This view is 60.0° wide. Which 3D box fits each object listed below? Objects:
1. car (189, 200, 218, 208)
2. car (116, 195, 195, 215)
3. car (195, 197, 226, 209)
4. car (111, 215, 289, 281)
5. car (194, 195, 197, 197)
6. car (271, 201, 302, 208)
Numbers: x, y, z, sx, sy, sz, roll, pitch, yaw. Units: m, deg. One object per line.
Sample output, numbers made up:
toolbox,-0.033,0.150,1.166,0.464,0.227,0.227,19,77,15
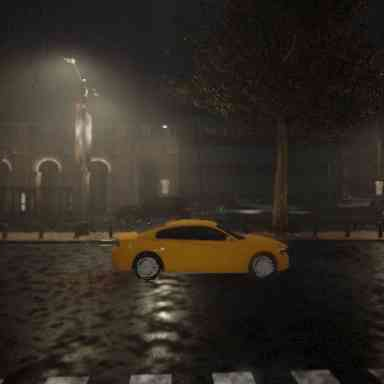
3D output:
car,1.919,1.940,55.773,4.718,1.301,1.895,0,0,-3
car,-2.806,1.423,24.704,5.566,2.045,2.150,0,0,-3
car,2.056,1.793,44.166,4.786,1.482,2.161,0,0,-3
car,0.235,1.559,9.629,5.008,1.535,1.882,0,-1,-3
car,0.208,1.657,74.214,5.566,2.045,2.435,0,0,-3
car,14.045,1.773,48.862,4.674,1.452,2.002,0,0,-3
